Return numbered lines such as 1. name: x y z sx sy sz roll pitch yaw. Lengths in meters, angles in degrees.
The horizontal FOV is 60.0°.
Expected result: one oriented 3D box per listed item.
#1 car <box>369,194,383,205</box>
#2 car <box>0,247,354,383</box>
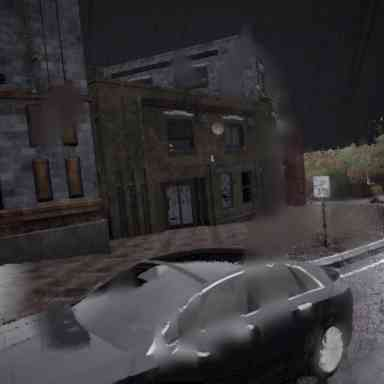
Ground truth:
1. car: 27.470 1.073 48.297 1.994 1.385 4.181 -5 -2 6
2. car: 0.008 1.501 3.843 4.892 1.490 1.837 0 0 -37
